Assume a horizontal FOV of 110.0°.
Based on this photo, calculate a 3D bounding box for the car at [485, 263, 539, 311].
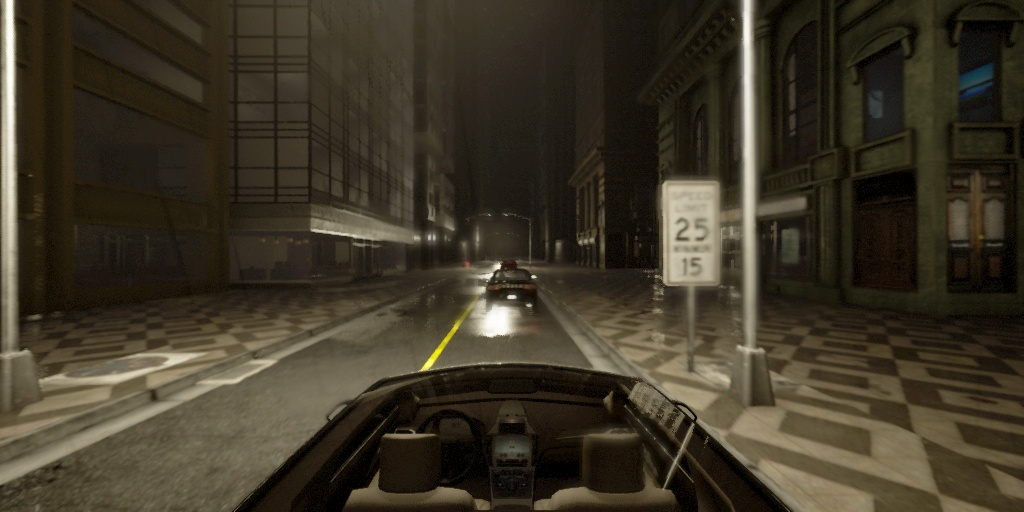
[{"bbox_3d":[-0.018,1.215,14.418,1.882,1.535,5.008,0,0,-1],"label":"car"}]

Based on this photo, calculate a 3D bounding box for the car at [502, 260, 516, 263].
[{"bbox_3d":[-0.313,1.154,40.383,1.882,1.535,5.008,0,0,0],"label":"car"}]
